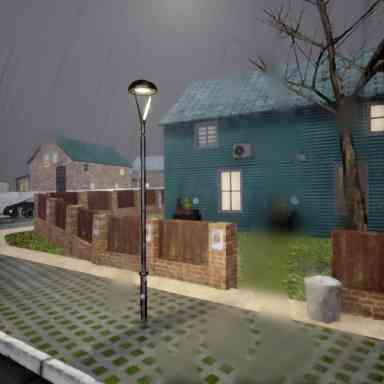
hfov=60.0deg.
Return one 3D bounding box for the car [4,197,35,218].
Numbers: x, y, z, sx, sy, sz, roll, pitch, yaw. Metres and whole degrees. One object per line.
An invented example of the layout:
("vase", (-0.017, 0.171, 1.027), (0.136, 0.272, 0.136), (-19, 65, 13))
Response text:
("car", (-11.012, 1.034, 23.720), (1.994, 1.385, 4.181), (-1, 1, 29))
